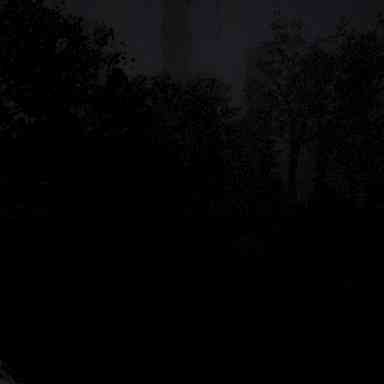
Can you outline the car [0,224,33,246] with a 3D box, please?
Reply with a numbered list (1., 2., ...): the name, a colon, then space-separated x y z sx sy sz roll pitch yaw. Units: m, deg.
1. car: -9.899 1.898 15.205 2.231 1.521 4.892 -2 -1 41
